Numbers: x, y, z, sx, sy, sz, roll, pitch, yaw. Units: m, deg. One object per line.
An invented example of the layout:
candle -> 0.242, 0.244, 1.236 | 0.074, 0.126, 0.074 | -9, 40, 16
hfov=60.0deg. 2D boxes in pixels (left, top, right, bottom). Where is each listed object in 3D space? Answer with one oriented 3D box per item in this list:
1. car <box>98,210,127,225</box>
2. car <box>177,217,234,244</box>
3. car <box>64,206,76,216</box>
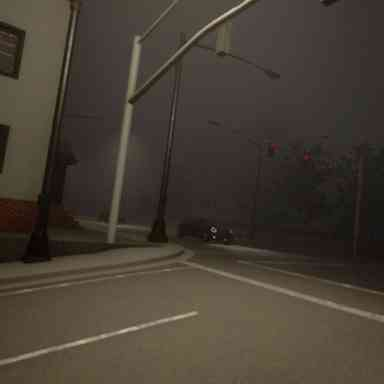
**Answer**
car -> -8.969, 2.787, 37.455 | 1.882, 1.535, 5.008 | 10, -6, -36
car -> 0.953, 2.628, 23.909 | 2.097, 1.767, 4.553 | 10, -6, -36
car -> -19.836, 2.976, 52.445 | 2.033, 1.411, 5.357 | 10, -6, -36
